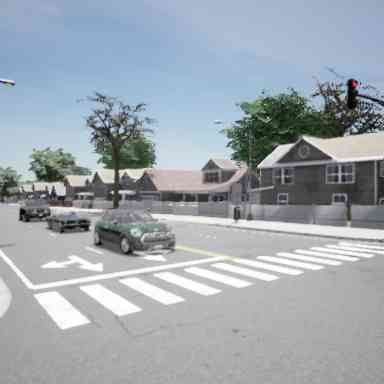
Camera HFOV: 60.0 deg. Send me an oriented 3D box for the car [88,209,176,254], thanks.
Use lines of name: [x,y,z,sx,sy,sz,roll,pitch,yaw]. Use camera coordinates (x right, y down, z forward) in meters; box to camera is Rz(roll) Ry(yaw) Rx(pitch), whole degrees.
car: [-2.625,1.566,14.701,2.097,1.767,4.553,0,-1,-37]

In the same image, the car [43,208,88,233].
car: [-8.520,1.974,22.867,1.895,1.301,4.718,0,-1,-36]

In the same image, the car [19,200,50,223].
car: [-15.228,1.779,32.240,2.150,2.045,5.566,0,-1,-35]
